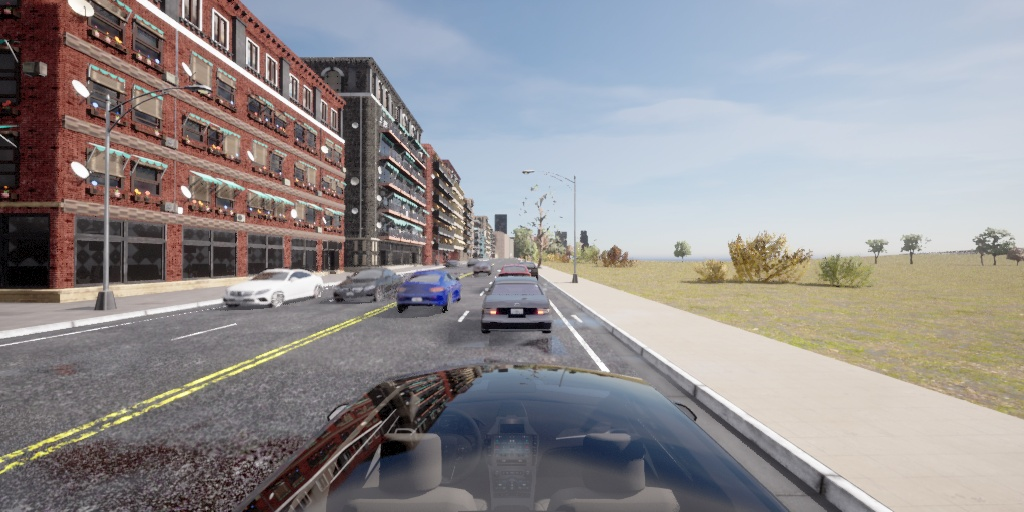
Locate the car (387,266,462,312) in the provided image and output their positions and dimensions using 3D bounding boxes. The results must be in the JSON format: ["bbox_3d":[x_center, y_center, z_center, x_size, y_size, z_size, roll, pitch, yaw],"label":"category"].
[{"bbox_3d":[-3.128,1.278,14.123,1.812,1.442,4.674,0,0,0],"label":"car"}]

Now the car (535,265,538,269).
[{"bbox_3d":[1.199,1.231,30.604,1.882,1.535,5.008,0,0,0],"label":"car"}]

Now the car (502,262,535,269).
[{"bbox_3d":[0.144,1.230,21.167,1.882,1.535,5.008,0,0,0],"label":"car"}]

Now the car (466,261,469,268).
[{"bbox_3d":[-6.452,1.229,59.935,1.882,1.535,5.008,0,0,0],"label":"car"}]

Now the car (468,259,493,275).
[{"bbox_3d":[-3.071,1.301,38.375,2.033,1.411,5.357,0,0,0],"label":"car"}]

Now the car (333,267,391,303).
[{"bbox_3d":[-6.556,1.278,16.857,1.812,1.442,4.674,0,0,0],"label":"car"}]

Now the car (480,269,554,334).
[{"bbox_3d":[0.118,1.299,10.627,2.033,1.411,5.357,0,0,0],"label":"car"}]

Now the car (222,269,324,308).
[{"bbox_3d":[-9.824,1.278,15.246,1.812,1.442,4.674,0,0,0],"label":"car"}]

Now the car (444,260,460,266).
[{"bbox_3d":[-9.708,1.315,58.449,1.994,1.385,4.181,0,0,0],"label":"car"}]
